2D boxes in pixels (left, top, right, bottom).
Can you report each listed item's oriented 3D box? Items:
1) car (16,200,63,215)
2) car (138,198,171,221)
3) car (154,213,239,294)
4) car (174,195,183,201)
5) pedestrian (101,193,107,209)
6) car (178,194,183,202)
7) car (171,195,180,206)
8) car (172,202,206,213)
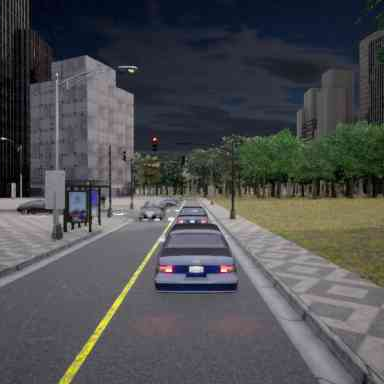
[{"bbox_3d":[-14.381,1.478,32.032,4.674,1.442,1.812,0,0,2],"label":"car"},{"bbox_3d":[-3.126,1.475,26.969,2.128,1.511,4.902,0,0,0],"label":"car"},{"bbox_3d":[0.084,1.545,8.952,2.033,1.411,5.357,0,0,0],"label":"car"},{"bbox_3d":[-3.137,1.363,77.592,1.837,1.490,4.892,0,0,0],"label":"car"},{"bbox_3d":[-10.122,1.051,38.143,0.375,1.860,0.375,0,0,1],"label":"pedestrian"},{"bbox_3d":[-3.127,1.419,63.685,2.128,1.511,4.902,0,0,0],"label":"car"},{"bbox_3d":[-3.143,1.517,47.622,1.994,1.385,4.181,0,0,0],"label":"car"},{"bbox_3d":[0.058,1.538,19.287,2.033,1.411,5.357,0,0,1],"label":"car"}]
